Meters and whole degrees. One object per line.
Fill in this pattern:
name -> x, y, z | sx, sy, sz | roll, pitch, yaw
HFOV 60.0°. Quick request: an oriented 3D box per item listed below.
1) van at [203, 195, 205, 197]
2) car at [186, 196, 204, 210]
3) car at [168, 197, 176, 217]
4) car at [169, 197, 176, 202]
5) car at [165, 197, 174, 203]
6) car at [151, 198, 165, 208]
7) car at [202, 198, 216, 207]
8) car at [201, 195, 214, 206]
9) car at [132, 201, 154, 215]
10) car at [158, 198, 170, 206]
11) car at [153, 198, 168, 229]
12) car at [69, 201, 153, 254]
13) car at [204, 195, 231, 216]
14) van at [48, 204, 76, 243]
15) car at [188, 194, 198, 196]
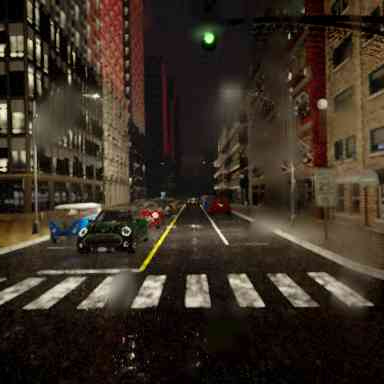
van -> 2.750, 1.473, 49.992 | 1.690, 1.788, 3.998 | -1, 0, 0
car -> 0.160, 1.659, 46.288 | 2.128, 1.511, 4.902 | -1, 0, 0
car -> -3.018, 1.524, 32.645 | 2.097, 1.767, 4.553 | -1, 0, 1
car -> -5.547, 2.097, 94.411 | 1.802, 1.307, 4.206 | -1, 0, 0
car -> -5.567, 2.011, 83.309 | 2.008, 1.369, 4.403 | -1, 0, 0
car -> -5.617, 1.768, 55.555 | 1.967, 1.590, 4.097 | -1, 0, 0
car -> 2.765, 1.708, 55.542 | 2.008, 1.369, 4.403 | -1, 0, 0
car -> 2.768, 1.498, 61.094 | 2.192, 1.841, 5.009 | -1, 0, 0
car -> -5.644, 1.778, 38.732 | 1.752, 1.417, 4.829 | -1, 0, 0
car -> -5.595, 1.931, 66.657 | 2.008, 1.369, 4.403 | -1, 0, 0
car -> -3.072, 1.482, 22.753 | 2.097, 1.767, 4.553 | -1, 0, 0
car -> -3.129, 1.446, 13.964 | 2.097, 1.767, 4.553 | -1, 0, 1
car -> 2.721, 1.373, 33.340 | 2.192, 1.841, 5.009 | -1, 0, 0
van -> -5.685, 1.499, 16.700 | 1.690, 1.788, 3.998 | -1, 0, 0
car -> 0.154, 1.435, 56.305 | 2.150, 2.045, 5.566 | -1, 0, 0
